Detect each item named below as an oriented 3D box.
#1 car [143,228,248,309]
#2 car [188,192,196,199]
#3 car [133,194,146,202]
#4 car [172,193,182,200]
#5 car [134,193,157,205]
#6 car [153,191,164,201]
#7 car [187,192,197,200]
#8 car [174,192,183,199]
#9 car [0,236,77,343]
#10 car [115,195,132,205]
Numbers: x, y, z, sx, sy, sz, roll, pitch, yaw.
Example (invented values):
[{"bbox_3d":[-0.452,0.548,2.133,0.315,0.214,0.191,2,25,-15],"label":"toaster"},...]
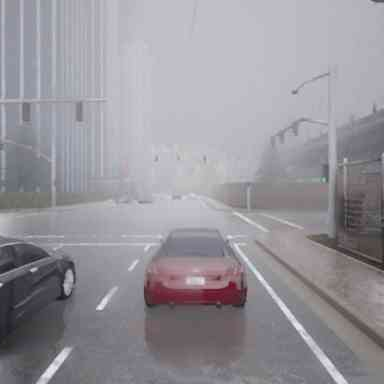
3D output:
[{"bbox_3d":[0.072,1.518,7.834,1.994,1.385,4.181,0,0,0],"label":"car"},{"bbox_3d":[-0.001,0.866,84.846,1.837,1.490,4.892,0,0,0],"label":"car"},{"bbox_3d":[-10.505,1.108,67.416,1.837,1.490,4.892,0,0,0],"label":"car"},{"bbox_3d":[-3.501,1.061,74.423,1.837,1.490,4.892,0,0,0],"label":"car"},{"bbox_3d":[-7.077,1.246,51.634,2.033,1.411,5.357,0,0,0],"label":"car"},{"bbox_3d":[-7.004,0.826,67.727,2.150,2.045,5.566,0,1,0],"label":"car"},{"bbox_3d":[-0.001,1.083,74.737,1.812,1.442,4.674,0,0,0],"label":"car"},{"bbox_3d":[-3.501,0.891,84.846,2.128,1.511,4.902,0,0,0],"label":"car"},{"bbox_3d":[-3.442,1.473,5.377,1.837,1.490,4.892,0,0,0],"label":"car"},{"bbox_3d":[-10.575,1.190,51.759,2.128,1.511,4.902,0,0,0],"label":"car"}]
